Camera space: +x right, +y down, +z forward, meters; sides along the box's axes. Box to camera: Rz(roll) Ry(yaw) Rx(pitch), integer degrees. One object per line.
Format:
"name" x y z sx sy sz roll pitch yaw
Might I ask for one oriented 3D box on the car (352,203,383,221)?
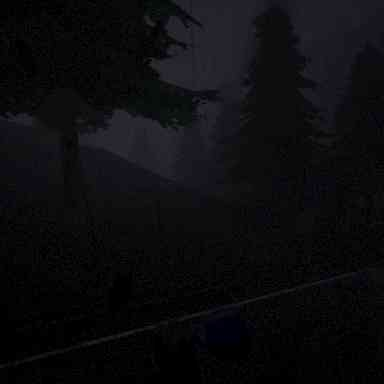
"car" 13.132 1.579 26.288 1.994 1.385 4.181 0 0 -36
